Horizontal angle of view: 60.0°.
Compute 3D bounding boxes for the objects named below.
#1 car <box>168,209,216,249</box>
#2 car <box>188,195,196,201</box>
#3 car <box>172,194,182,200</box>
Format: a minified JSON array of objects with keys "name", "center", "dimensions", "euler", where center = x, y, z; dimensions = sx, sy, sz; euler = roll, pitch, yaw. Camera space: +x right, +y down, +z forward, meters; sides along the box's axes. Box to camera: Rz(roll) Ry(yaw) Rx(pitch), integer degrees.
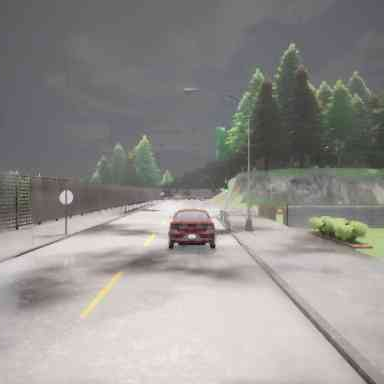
[{"name":"car","center":[0.000,1.483,14.649],"dimensions":[1.882,1.535,5.008],"euler":[0,0,0]},{"name":"car","center":[0.000,1.489,83.857],"dimensions":[1.837,1.490,4.892],"euler":[0,0,0]},{"name":"car","center":[-3.992,1.353,89.650],"dimensions":[2.097,1.767,4.553],"euler":[0,0,4]}]
